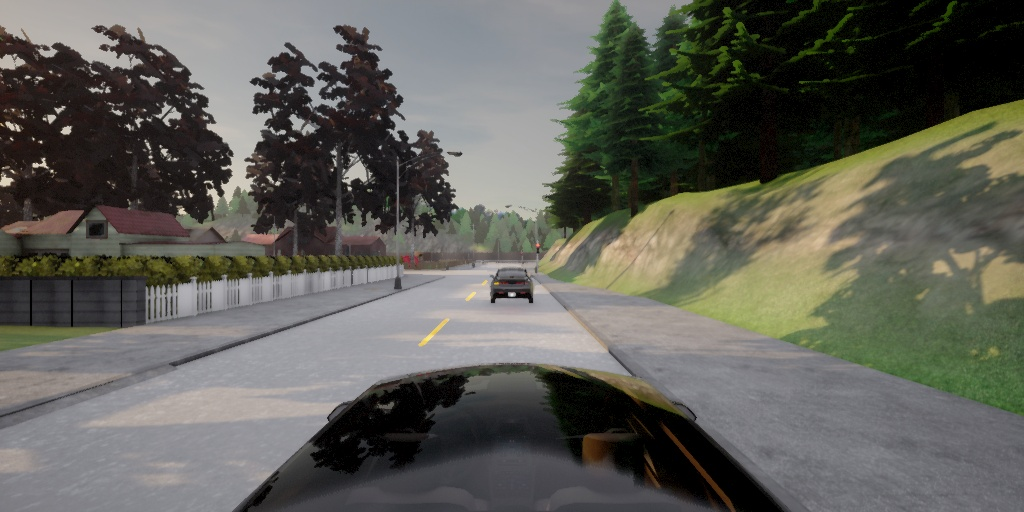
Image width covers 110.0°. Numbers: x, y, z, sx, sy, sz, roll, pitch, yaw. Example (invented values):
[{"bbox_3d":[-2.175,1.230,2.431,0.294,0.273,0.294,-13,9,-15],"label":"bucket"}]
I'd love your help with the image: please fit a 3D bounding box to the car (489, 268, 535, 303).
[{"bbox_3d":[0.000,1.265,16.500,1.837,1.490,4.892,0,0,0],"label":"car"}]
